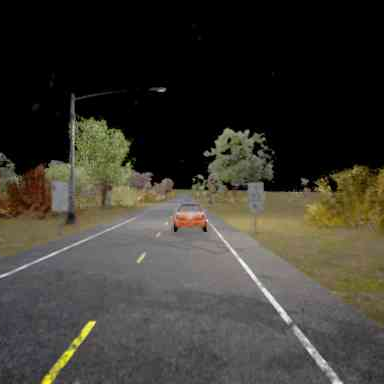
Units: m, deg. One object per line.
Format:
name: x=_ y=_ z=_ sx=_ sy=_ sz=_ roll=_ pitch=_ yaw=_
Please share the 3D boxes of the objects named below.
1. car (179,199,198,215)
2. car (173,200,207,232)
car: x=-0.420 y=1.761 z=39.801 sx=2.097 sy=1.767 sz=4.553 roll=0 pitch=-1 yaw=-1
car: x=-0.138 y=1.587 z=22.314 sx=2.097 sy=1.767 sz=4.553 roll=0 pitch=-1 yaw=-1
